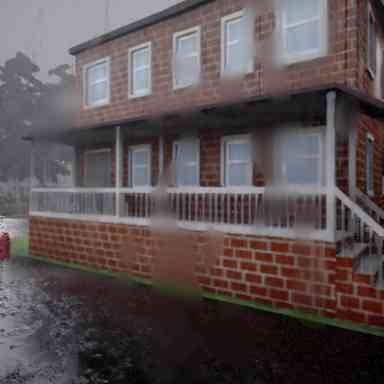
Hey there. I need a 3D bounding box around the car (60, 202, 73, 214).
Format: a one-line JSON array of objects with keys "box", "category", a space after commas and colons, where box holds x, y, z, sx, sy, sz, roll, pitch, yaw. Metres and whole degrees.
[{"box": [-9.819, 1.370, 30.010, 1.837, 1.490, 4.892, 0, 2, 36], "category": "car"}]
